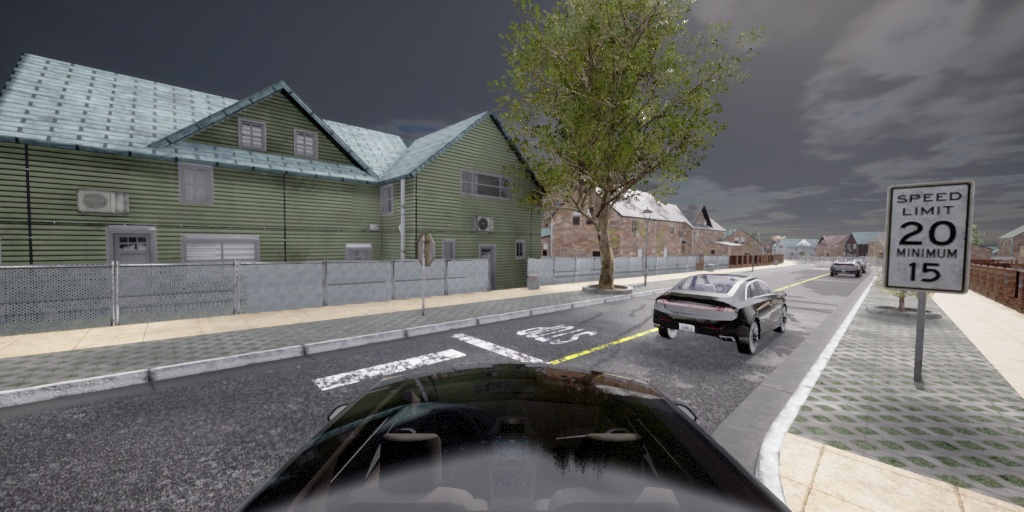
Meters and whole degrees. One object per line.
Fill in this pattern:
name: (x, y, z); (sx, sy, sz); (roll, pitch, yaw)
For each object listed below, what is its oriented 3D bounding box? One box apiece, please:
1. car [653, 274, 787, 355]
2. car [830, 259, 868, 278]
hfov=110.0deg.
car: (5.200, 1.181, 8.702); (4.902, 1.511, 2.128); (0, 2, -43)
car: (29.474, 1.040, 31.586); (4.902, 1.511, 2.128); (0, 2, -43)
